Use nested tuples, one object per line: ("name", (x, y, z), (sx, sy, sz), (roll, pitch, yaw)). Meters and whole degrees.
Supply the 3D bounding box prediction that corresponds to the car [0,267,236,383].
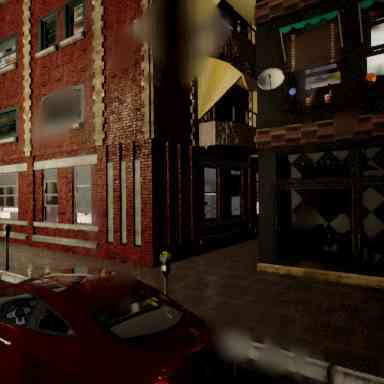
("car", (-1.515, 1.583, 3.934), (4.206, 1.307, 1.802), (0, -1, 36))
